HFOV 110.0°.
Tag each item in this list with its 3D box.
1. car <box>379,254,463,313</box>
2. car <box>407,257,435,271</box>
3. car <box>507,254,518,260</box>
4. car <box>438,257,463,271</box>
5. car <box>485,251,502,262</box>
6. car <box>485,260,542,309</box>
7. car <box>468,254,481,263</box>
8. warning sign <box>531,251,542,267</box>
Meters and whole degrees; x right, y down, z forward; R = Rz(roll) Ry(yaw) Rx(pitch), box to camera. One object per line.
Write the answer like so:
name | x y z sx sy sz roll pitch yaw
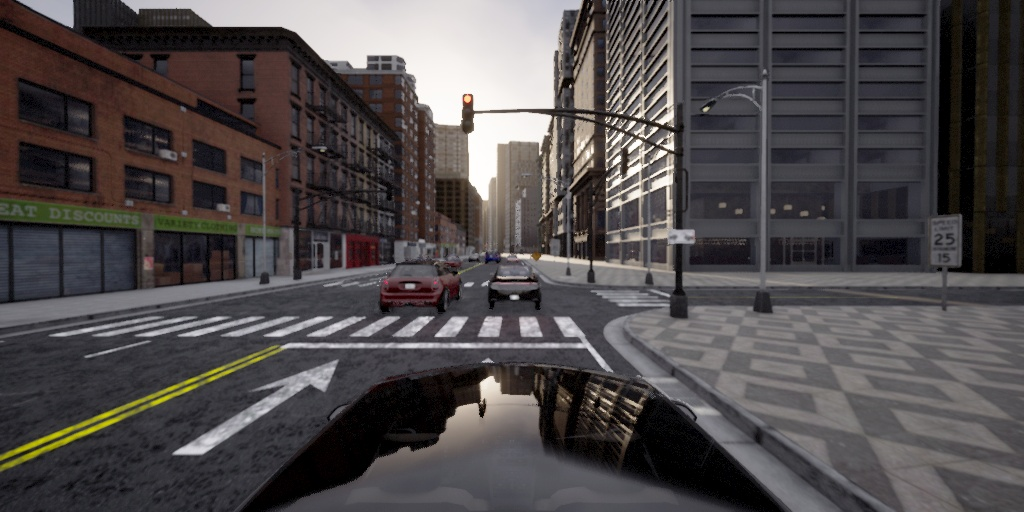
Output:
car | -3.158 0.943 13.264 2.097 1.767 4.553 0 1 0
car | -9.806 0.789 39.062 1.994 1.385 4.181 0 1 0
car | 0.107 0.531 59.401 1.895 1.301 4.718 0 1 0
car | -6.559 0.829 38.894 1.895 1.301 4.718 0 1 0
car | -3.157 0.174 57.823 2.150 2.045 5.566 0 1 1
car | 0.096 1.075 13.985 2.128 1.511 4.902 0 1 0
car | -6.457 0.396 62.201 1.837 1.490 4.892 0 0 0
warning sign | 2.890 0.293 42.451 1.300 1.860 1.060 0 0 0
